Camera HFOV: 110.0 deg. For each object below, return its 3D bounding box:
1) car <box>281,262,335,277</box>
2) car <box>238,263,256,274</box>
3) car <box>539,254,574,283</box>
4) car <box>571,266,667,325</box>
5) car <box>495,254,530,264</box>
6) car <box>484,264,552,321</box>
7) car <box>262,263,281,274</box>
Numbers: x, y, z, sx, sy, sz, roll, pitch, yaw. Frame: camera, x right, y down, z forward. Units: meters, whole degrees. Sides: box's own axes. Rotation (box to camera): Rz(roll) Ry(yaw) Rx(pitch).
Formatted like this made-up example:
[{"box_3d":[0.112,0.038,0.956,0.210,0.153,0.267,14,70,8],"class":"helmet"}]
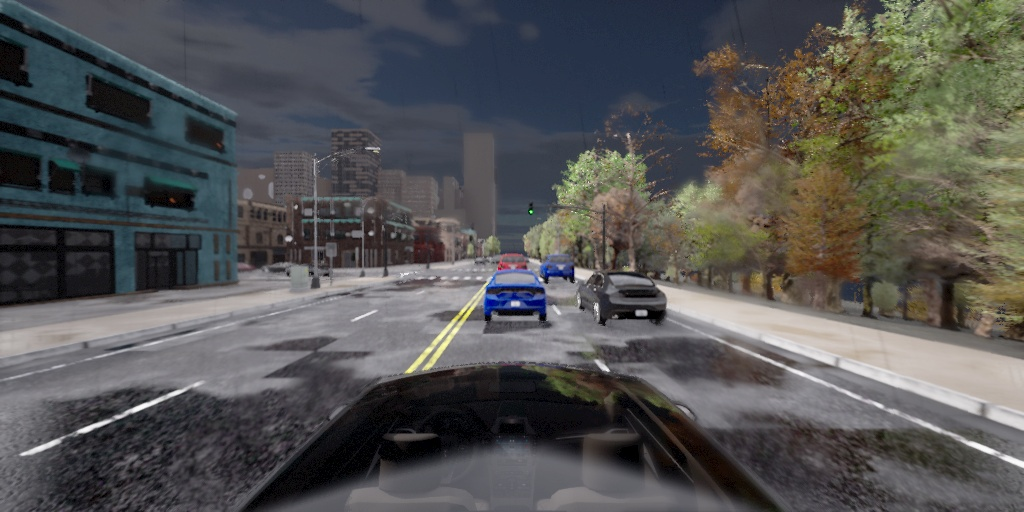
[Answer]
[{"box_3d":[-19.956,1.480,35.613,4.313,1.339,1.948,0,0,0],"class":"car"},{"box_3d":[-33.827,1.549,44.128,4.207,1.307,1.802,0,0,0],"class":"car"},{"box_3d":[3.344,0.906,27.078,2.150,2.045,5.566,0,0,0],"class":"car"},{"box_3d":[3.348,1.229,11.687,1.837,1.490,4.892,0,0,0],"class":"car"},{"box_3d":[0.032,0.905,27.232,2.150,2.045,5.566,0,0,-1],"class":"car"},{"box_3d":[0.098,1.200,12.434,1.882,1.535,5.008,0,-1,0],"class":"car"},{"box_3d":[-28.291,1.455,44.123,4.403,1.370,2.007,0,0,0],"class":"car"}]
